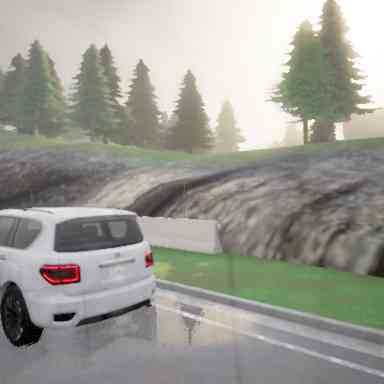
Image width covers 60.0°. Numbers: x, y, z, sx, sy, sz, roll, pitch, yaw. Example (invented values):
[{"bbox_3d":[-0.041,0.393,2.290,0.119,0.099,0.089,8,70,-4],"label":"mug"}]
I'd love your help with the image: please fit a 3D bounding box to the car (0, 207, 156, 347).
[{"bbox_3d":[-3.149,1.318,6.776,5.566,2.045,2.150,-1,-1,41],"label":"car"}]
